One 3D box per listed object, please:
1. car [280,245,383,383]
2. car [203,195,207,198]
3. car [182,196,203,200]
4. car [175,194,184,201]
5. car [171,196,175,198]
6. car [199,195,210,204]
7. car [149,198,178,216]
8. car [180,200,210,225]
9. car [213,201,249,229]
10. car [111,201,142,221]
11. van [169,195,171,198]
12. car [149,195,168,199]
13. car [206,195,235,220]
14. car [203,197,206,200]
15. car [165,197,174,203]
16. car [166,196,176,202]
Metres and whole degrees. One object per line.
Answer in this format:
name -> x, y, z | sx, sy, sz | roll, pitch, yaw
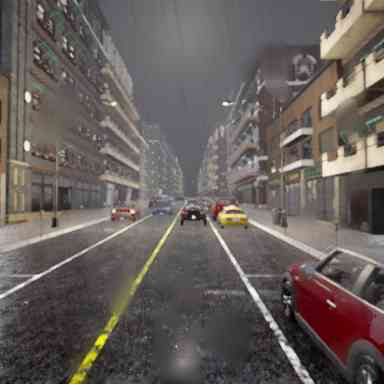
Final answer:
car -> 2.592, 1.449, 4.573 | 1.967, 1.590, 4.097 | 2, 0, 0
car -> 2.591, 1.644, 50.059 | 1.752, 1.417, 4.829 | 2, 0, 0
car -> 0.103, 1.544, 40.629 | 1.801, 1.575, 5.366 | 0, 0, 0
car -> -2.746, 1.360, 74.492 | 2.150, 2.045, 5.566 | 0, 0, 0
car -> -5.281, 1.495, 66.890 | 2.192, 1.841, 5.009 | 2, 0, 0
car -> 2.598, 1.516, 72.548 | 2.192, 1.841, 5.009 | 2, 0, 0
car -> -2.847, 1.617, 33.548 | 2.033, 1.411, 5.357 | 0, 0, 0
car -> 0.103, 1.577, 24.704 | 1.812, 1.442, 4.674 | 0, -1, 0
car -> 2.590, 1.570, 21.736 | 1.752, 1.417, 4.829 | 2, 0, 0
car -> -5.286, 1.497, 27.238 | 1.967, 1.590, 4.097 | 2, 0, 0
van -> -5.282, 1.500, 61.224 | 1.690, 1.788, 3.998 | 2, 0, 0
car -> -5.282, 1.433, 49.895 | 2.192, 1.841, 5.009 | 2, 0, 0
car -> 2.597, 1.372, 27.232 | 2.192, 1.841, 5.009 | 2, 0, 0
car -> 2.590, 1.634, 38.559 | 2.008, 1.369, 4.403 | 2, 0, 0
car -> -5.289, 1.790, 78.218 | 1.947, 1.339, 4.313 | 2, 0, 0
car -> -5.289, 1.800, 83.883 | 2.008, 1.369, 4.403 | 2, 0, 0
